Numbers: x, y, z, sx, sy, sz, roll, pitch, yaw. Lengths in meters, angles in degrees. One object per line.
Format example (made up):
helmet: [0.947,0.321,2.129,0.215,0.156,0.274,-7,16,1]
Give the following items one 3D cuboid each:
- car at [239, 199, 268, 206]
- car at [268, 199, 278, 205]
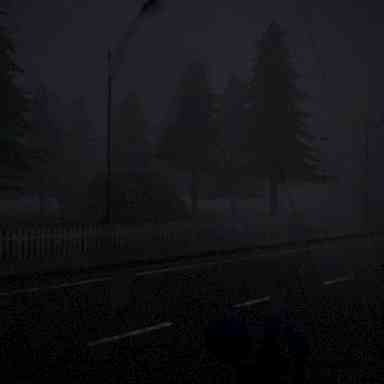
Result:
car: [11.073,1.965,62.159,2.033,1.411,5.357,1,0,-34]
car: [13.972,1.998,64.119,2.033,1.411,5.357,1,0,-34]
